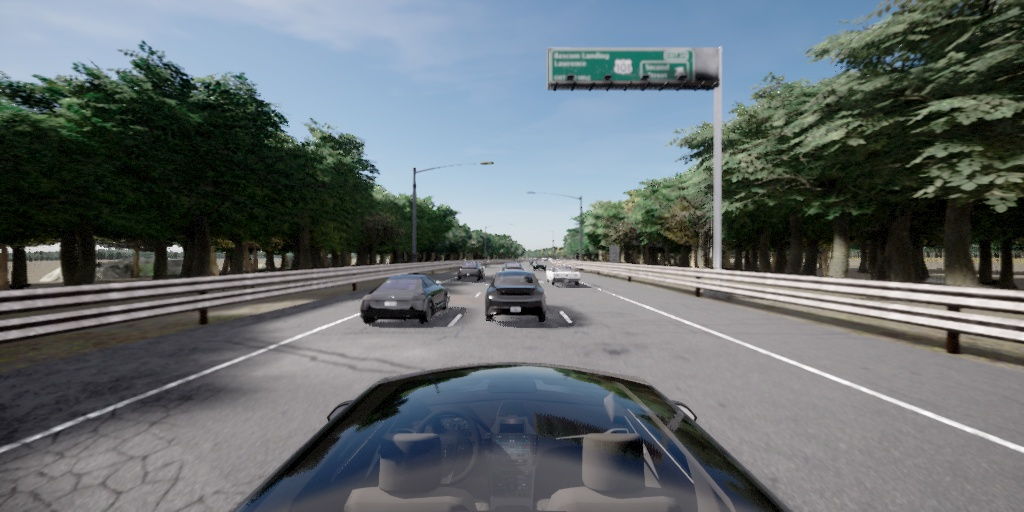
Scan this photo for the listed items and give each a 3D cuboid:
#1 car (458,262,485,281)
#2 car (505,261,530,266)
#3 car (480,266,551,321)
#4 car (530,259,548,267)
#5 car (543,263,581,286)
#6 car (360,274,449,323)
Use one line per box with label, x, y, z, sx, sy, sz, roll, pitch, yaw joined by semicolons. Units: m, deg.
car;-3.384;1.255;30.266;2.128;1.511;4.902;0;0;0
car;0.118;1.255;30.298;2.128;1.511;4.902;0;0;0
car;0.102;1.248;12.444;1.837;1.490;4.892;0;0;0
car;3.714;1.373;49.151;1.895;1.301;4.718;0;0;1
car;3.503;1.301;25.279;1.895;1.301;4.718;0;0;0
car;-3.398;1.307;12.062;1.994;1.385;4.181;0;0;0
